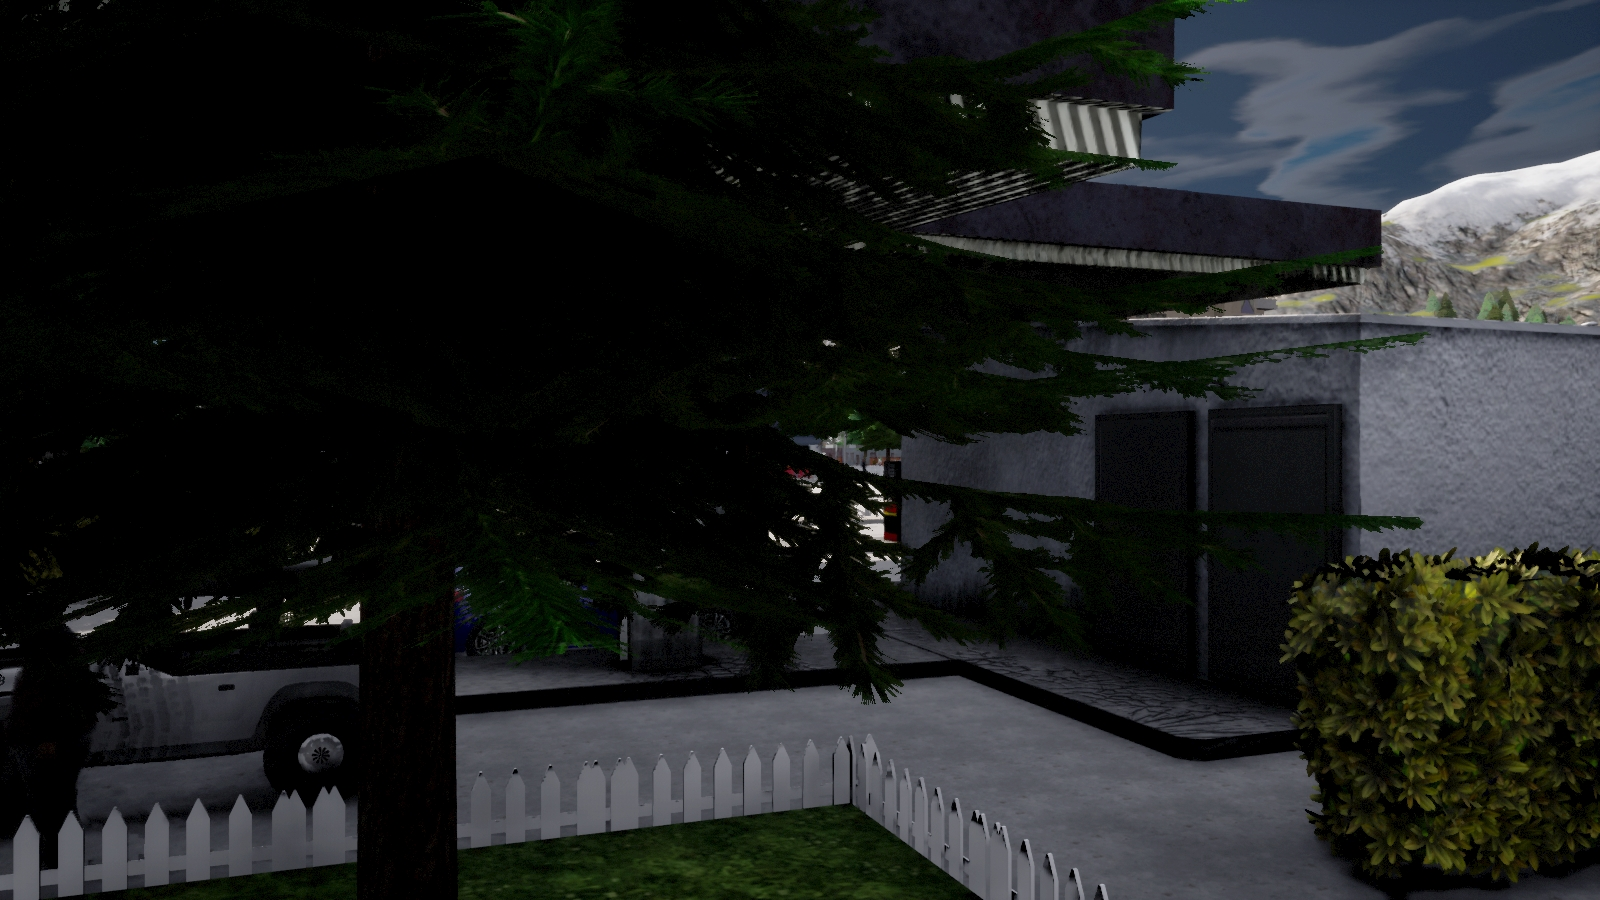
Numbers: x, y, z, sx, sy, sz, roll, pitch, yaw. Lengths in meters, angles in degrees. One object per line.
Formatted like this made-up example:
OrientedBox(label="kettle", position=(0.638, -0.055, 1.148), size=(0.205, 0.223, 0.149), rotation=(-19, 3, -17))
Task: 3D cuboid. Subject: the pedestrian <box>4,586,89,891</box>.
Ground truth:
OrientedBox(label="pedestrian", position=(-4.886, 1.844, 7.419), size=(0.375, 1.860, 0.375), rotation=(0, 0, -19))
